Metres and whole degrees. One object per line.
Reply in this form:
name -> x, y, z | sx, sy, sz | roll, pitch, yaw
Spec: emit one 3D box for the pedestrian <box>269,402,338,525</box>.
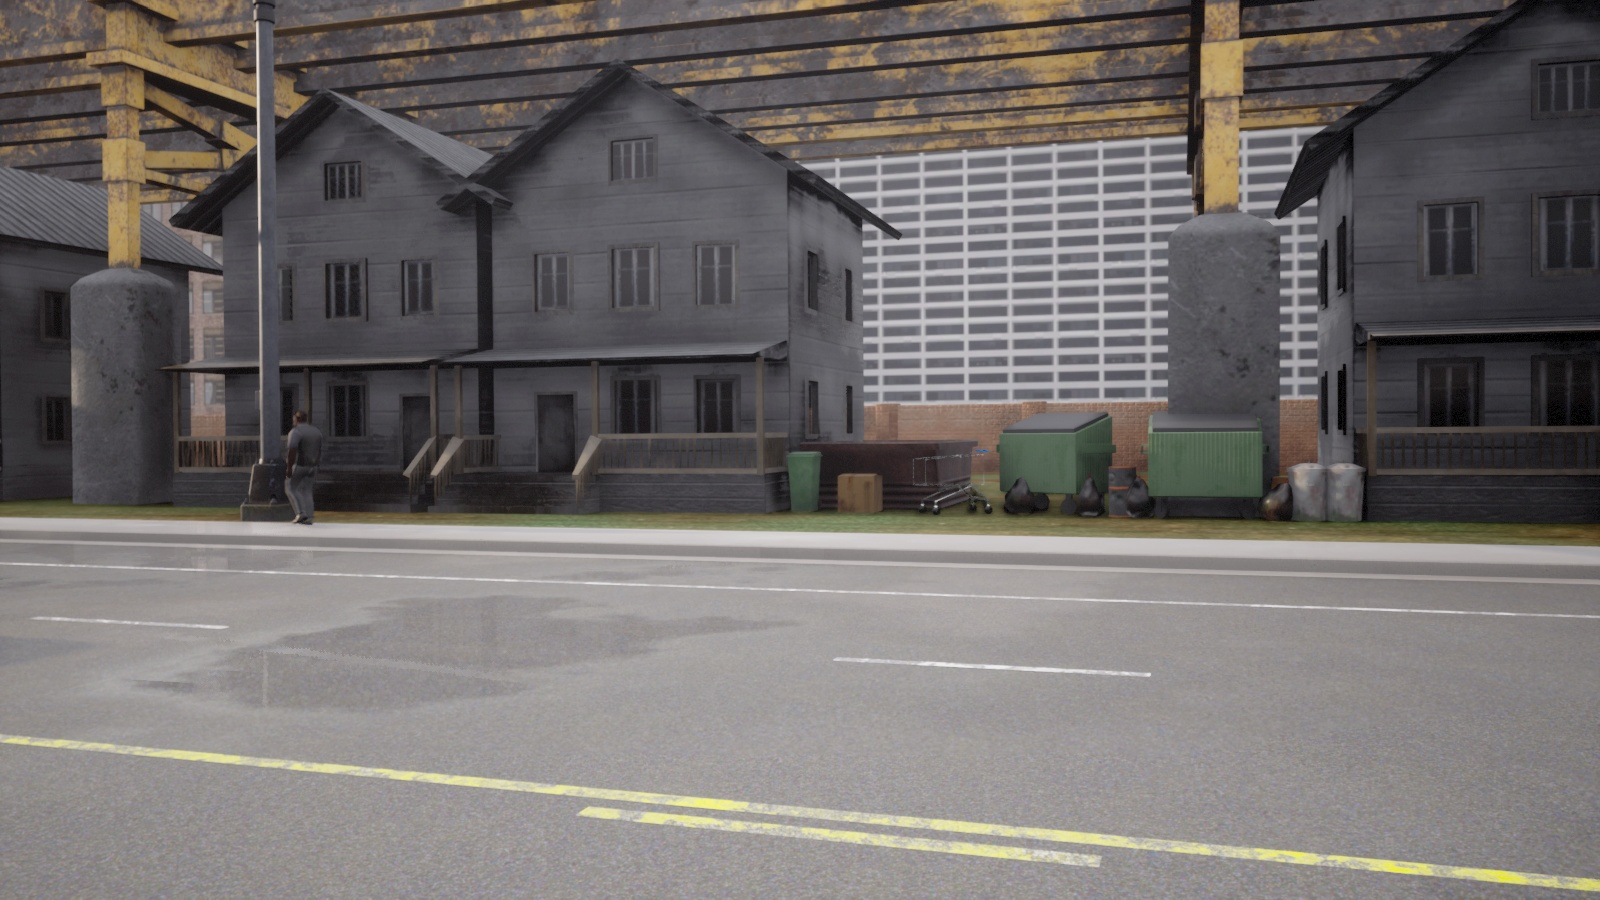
pedestrian -> -7.740, 0.203, 19.580 | 0.849, 1.883, 0.563 | 0, 1, 28
